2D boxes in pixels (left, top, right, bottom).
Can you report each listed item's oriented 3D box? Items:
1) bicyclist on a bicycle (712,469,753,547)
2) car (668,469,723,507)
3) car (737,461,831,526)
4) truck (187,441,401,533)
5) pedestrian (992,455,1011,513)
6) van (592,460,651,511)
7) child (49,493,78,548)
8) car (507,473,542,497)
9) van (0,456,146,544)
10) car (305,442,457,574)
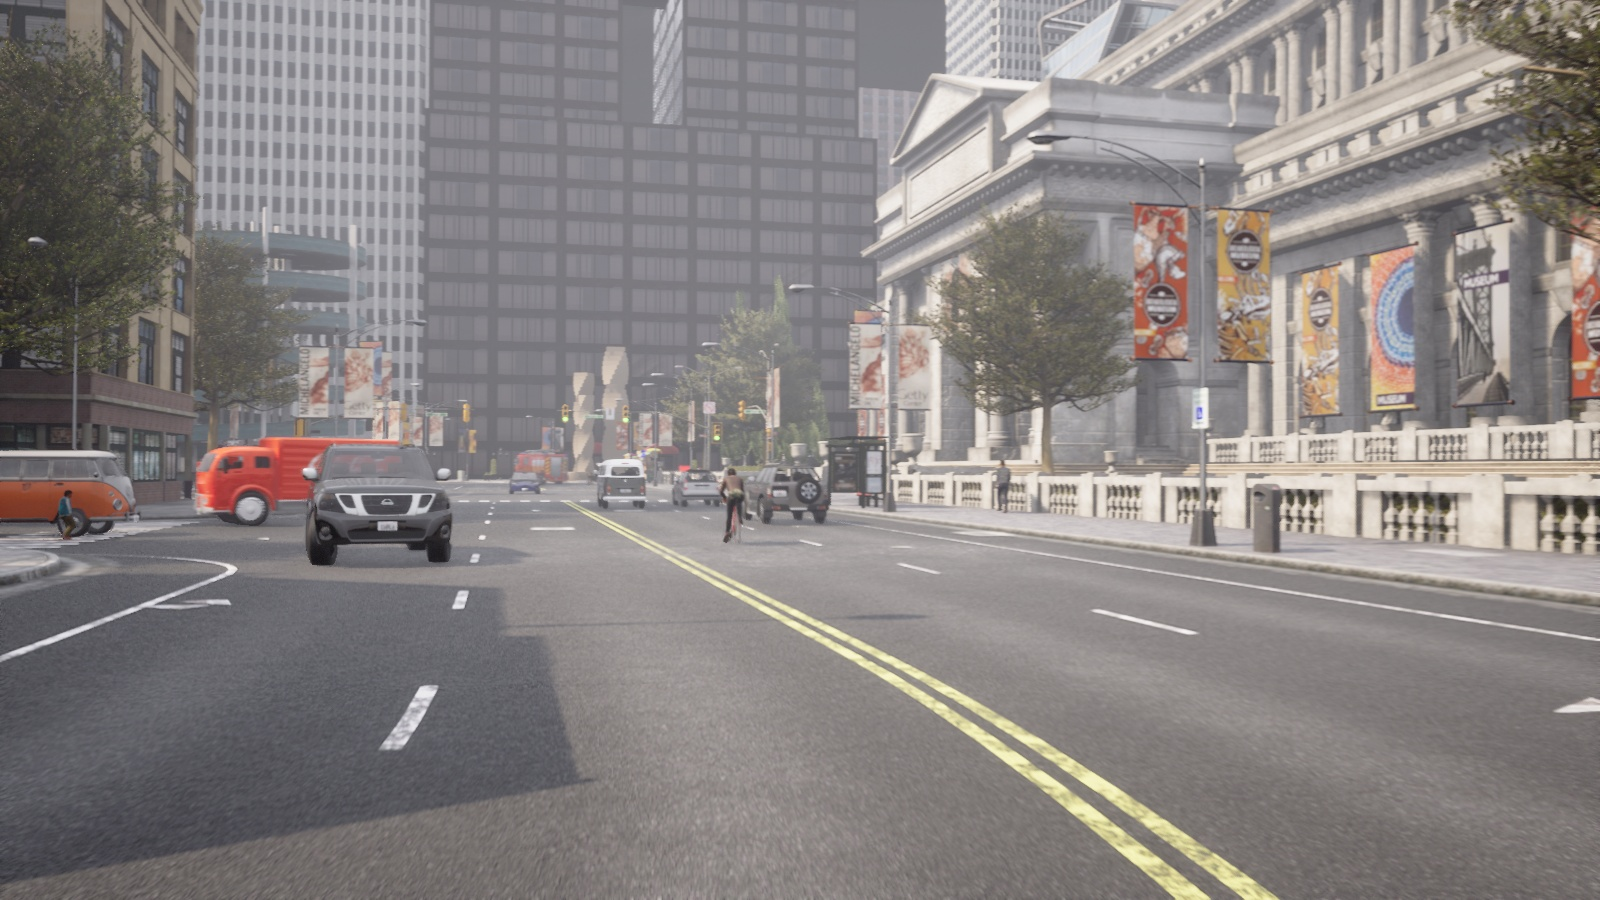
[{"bbox_3d":[-1.456,1.225,26.914,0.582,1.620,1.656,0,-1,-13],"label":"bicyclist on a bicycle"},{"bbox_3d":[-4.692,1.673,55.928,1.851,1.617,3.988,0,-1,-13],"label":"car"},{"bbox_3d":[-0.573,1.278,38.428,1.932,1.855,4.605,0,-1,-13],"label":"car"},{"bbox_3d":[-14.472,0.999,36.021,5.204,2.467,2.627,0,0,-37],"label":"truck"},{"bbox_3d":[6.831,1.152,42.643,0.423,1.949,0.788,0,-1,-8],"label":"pedestrian"},{"bbox_3d":[-7.585,1.465,52.942,2.069,2.038,4.480,0,-1,-13],"label":"van"},{"bbox_3d":[-16.149,1.542,27.535,0.343,1.192,0.448,-1,-1,30],"label":"child"},{"bbox_3d":[-18.097,2.282,82.325,2.163,1.488,4.792,0,-1,-13],"label":"car"},{"bbox_3d":[-17.853,1.142,29.103,4.442,1.987,1.775,0,-1,-9],"label":"van"},{"bbox_3d":[-7.606,0.946,22.420,2.150,2.045,5.566,0,-1,-23],"label":"car"}]
